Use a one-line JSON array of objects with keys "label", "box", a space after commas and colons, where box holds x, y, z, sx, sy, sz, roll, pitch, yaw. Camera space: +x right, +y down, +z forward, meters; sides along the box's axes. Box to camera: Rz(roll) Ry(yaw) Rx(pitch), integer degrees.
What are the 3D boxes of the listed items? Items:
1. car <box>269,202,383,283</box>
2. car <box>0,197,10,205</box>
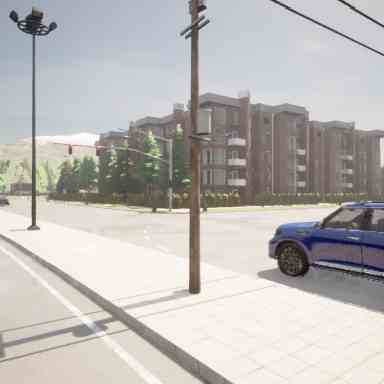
[{"label": "car", "box": [4.473, 1.224, 7.922, 2.150, 2.045, 5.566, 0, 0, -37]}, {"label": "car", "box": [-32.173, 1.526, 56.258, 1.812, 1.442, 4.674, 0, 0, -36]}]
